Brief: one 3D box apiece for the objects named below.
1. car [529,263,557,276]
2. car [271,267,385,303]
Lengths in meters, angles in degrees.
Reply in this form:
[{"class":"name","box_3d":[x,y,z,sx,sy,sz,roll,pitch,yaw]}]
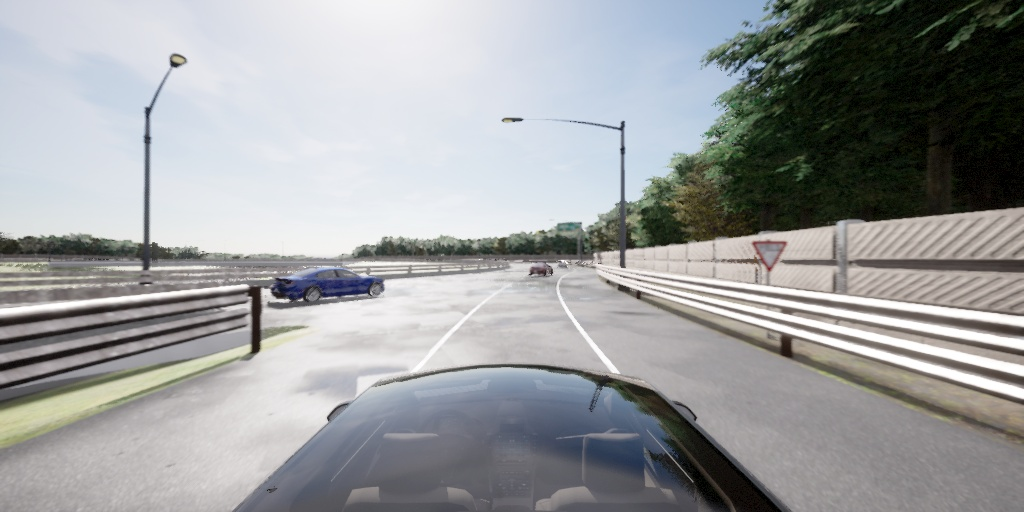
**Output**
[{"class":"car","box_3d":[3.258,1.477,39.976,1.812,1.442,4.674,0,0,20]},{"class":"car","box_3d":[-8.504,1.275,17.107,1.882,1.535,5.008,0,0,34]}]
